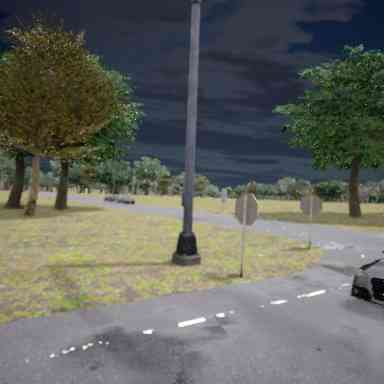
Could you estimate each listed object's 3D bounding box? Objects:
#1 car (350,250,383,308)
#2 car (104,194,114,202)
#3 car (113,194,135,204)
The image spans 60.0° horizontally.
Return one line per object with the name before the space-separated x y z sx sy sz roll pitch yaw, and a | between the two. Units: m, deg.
car | 5.529 1.858 7.582 4.181 1.385 1.994 2 0 -34
car | -14.900 1.111 61.939 2.128 1.511 4.902 3 0 -33
car | -11.159 1.343 56.123 1.994 1.385 4.181 3 0 -32
